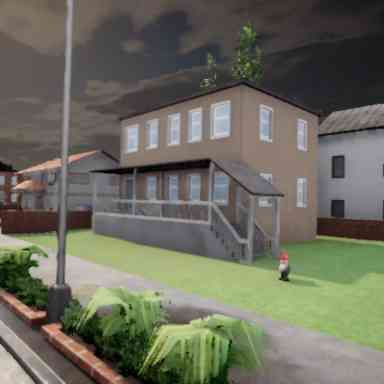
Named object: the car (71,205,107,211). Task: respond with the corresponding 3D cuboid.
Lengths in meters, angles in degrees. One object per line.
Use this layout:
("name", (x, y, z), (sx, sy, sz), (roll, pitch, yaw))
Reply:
("car", (-7.656, 1.763, 26.324), (3.633, 1.501, 1.845), (3, -2, -44))
